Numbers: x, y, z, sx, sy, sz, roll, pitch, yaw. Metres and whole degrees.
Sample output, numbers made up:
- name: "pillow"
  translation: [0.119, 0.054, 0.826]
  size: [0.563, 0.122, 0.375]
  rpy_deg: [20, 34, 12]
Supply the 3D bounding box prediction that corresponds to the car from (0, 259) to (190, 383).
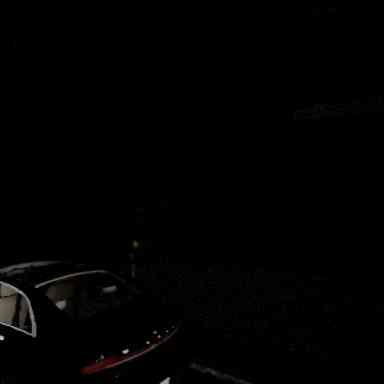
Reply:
- name: "car"
  translation: [-2.071, 1.569, 4.291]
  size: [4.403, 1.369, 2.008]
  rpy_deg: [0, 0, 36]
